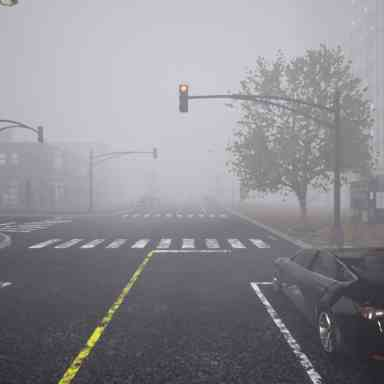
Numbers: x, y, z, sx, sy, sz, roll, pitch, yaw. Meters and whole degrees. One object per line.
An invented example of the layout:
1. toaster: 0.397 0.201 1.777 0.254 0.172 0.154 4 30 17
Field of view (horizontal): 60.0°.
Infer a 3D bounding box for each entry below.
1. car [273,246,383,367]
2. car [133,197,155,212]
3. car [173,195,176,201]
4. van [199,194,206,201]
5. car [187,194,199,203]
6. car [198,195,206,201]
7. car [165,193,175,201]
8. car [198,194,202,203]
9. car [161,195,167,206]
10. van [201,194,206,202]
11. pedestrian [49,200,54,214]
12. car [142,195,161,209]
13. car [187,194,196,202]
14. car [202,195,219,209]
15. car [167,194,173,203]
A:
1. car: 2.689 1.566 5.778 1.947 1.339 4.313 0 0 0
2. car: -5.721 1.585 38.246 1.802 1.307 4.206 0 0 0
3. car: -5.761 1.559 82.654 2.008 1.369 4.403 0 0 0
4. van: 2.621 1.349 82.664 1.690 1.788 3.998 0 0 0
5. car: 0.030 1.570 69.546 1.994 1.385 4.181 0 0 1
6. car: 2.614 1.535 88.385 1.752 1.417 4.829 0 0 0
7. car: -5.766 1.324 88.205 2.192 1.841 5.009 0 0 0
8. car: 2.639 1.556 60.460 2.008 1.369 4.403 0 0 0
9. car: -5.736 1.555 54.899 2.008 1.369 4.403 0 0 0
10. van: 2.650 1.345 49.359 1.690 1.788 3.998 0 0 0
11. pedestrian: -12.776 1.319 30.243 0.375 1.300 0.375 0 -1 -1
12. car: -5.725 1.318 43.797 2.192 1.841 5.009 0 0 0
13. car: -0.070 1.363 79.465 2.097 1.767 4.553 0 0 0
14. car: 2.654 1.529 43.977 1.752 1.417 4.829 0 0 0
15. car: -5.751 1.532 71.382 1.752 1.417 4.829 0 0 0
